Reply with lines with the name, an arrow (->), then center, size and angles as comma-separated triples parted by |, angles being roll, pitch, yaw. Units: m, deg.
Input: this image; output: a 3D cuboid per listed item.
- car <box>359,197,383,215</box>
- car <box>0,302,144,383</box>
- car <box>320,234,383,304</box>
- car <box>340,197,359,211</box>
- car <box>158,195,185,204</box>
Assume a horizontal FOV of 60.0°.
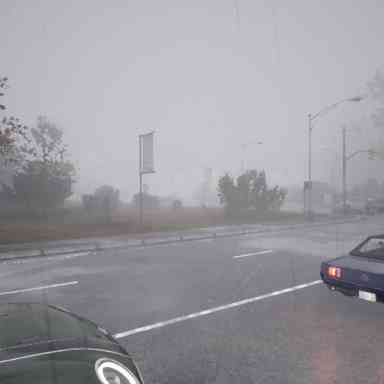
car -> 17.541, 1.273, 28.552 | 2.128, 1.511, 4.902 | -1, 0, -39
car -> -2.502, 1.352, 1.938 | 4.553, 1.767, 2.097 | 0, 0, -36
car -> 4.969, 1.573, 7.276 | 4.718, 1.301, 1.895 | 0, 0, -35
car -> 17.640, 1.278, 34.043 | 1.812, 1.442, 4.674 | -1, 0, -39
car -> -3.170, 1.301, 54.469 | 1.837, 1.490, 4.892 | -1, 0, -38
